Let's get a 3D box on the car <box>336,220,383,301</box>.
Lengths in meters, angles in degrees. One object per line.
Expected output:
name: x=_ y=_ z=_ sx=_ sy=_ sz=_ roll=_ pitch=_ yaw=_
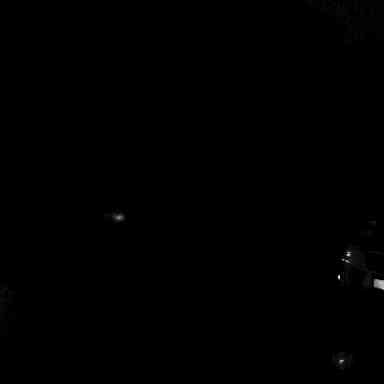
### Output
car: x=5.481 y=1.221 z=7.250 sx=5.566 sy=2.045 sz=2.150 roll=0 pitch=0 yaw=-36
